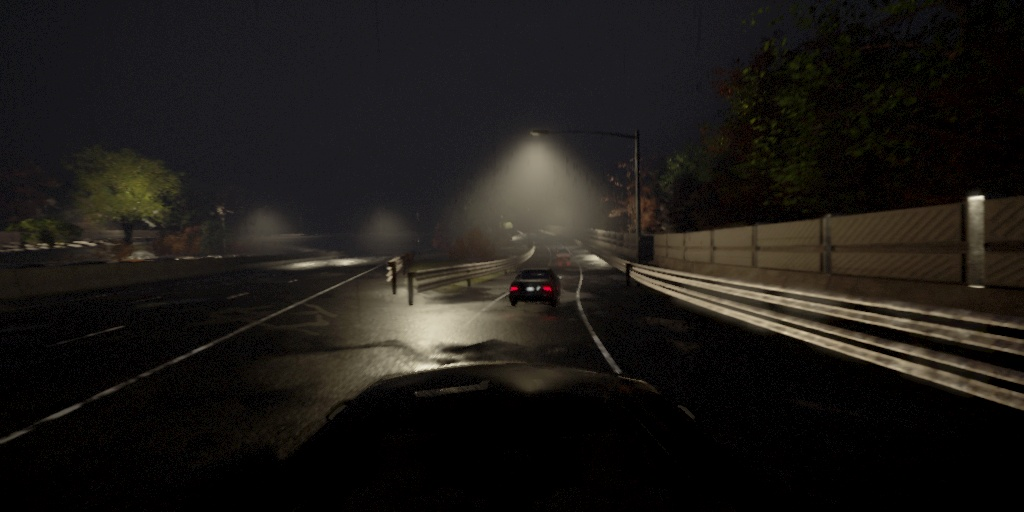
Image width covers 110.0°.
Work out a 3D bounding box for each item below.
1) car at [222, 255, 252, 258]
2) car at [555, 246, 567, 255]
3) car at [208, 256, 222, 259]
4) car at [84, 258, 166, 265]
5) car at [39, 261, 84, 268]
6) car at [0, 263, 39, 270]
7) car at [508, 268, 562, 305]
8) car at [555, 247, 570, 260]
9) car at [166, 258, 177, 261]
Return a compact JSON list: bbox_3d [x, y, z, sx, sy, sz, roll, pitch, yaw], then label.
[{"bbox_3d":[-36.973,0.604,49.365,2.128,1.511,4.902,-2,2,-14],"label":"car"},{"bbox_3d":[8.452,-0.972,62.138,1.895,1.301,4.718,-1,5,4],"label":"car"},{"bbox_3d":[-40.325,0.773,48.366,2.033,1.411,5.357,-2,2,-14],"label":"car"},{"bbox_3d":[-32.073,1.053,29.942,1.882,1.535,5.008,-2,1,-14],"label":"car"},{"bbox_3d":[-35.703,1.169,30.049,1.837,1.490,4.892,-2,1,-14],"label":"car"},{"bbox_3d":[-38.863,1.319,28.283,1.812,1.442,4.674,-2,2,-14],"label":"car"},{"bbox_3d":[1.097,1.207,15.367,2.033,1.411,5.357,-1,1,10],"label":"car"},{"bbox_3d":[7.415,-0.160,52.107,1.895,1.301,4.718,-1,4,6],"label":"car"},{"bbox_3d":[-42.878,0.942,44.132,1.812,1.442,4.674,-2,2,-14],"label":"car"}]
